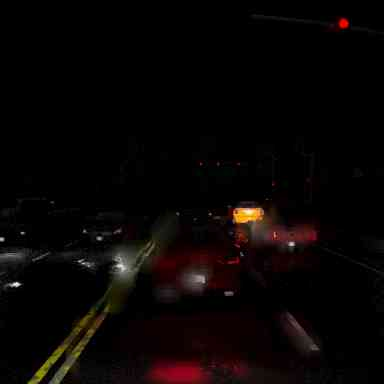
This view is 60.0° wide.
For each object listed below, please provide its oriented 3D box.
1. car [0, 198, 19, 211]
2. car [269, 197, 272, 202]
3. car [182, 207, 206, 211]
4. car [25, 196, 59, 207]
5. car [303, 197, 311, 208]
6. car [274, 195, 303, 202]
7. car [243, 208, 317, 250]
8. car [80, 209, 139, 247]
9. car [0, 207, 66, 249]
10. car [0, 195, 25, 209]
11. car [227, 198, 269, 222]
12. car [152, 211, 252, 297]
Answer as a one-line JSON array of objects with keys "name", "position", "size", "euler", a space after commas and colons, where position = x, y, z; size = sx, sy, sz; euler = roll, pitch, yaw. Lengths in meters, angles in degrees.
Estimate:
[{"name": "car", "position": [-23.863, 1.483, 39.990], "size": [4.902, 1.511, 2.128], "euler": [0, 0, -2]}, {"name": "car", "position": [14.897, 1.352, 58.841], "size": [4.553, 1.767, 2.097], "euler": [0, 0, -2]}, {"name": "car", "position": [0.125, 1.547, 18.864], "size": [2.033, 1.411, 5.357], "euler": [0, 0, 0]}, {"name": "car", "position": [-19.952, 1.347, 43.607], "size": [4.553, 1.767, 2.097], "euler": [0, 0, -2]}, {"name": "car", "position": [16.029, 1.223, 37.671], "size": [5.566, 2.045, 2.150], "euler": [0, 0, -2]}, {"name": "car", "position": [15.838, 1.478, 51.871], "size": [5.008, 1.535, 1.882], "euler": [0, 0, -2]}, {"name": "car", "position": [3.618, 1.601, 14.311], "size": [1.895, 1.301, 4.718], "euler": [0, 0, 0]}, {"name": "car", "position": [-3.559, 1.526, 15.125], "size": [1.812, 1.442, 4.674], "euler": [0, 0, 0]}, {"name": "car", "position": [-7.066, 1.564, 14.324], "size": [1.994, 1.385, 4.181], "euler": [0, 0, 0]}, {"name": "car", "position": [-21.995, 1.218, 36.541], "size": [5.566, 2.045, 2.150], "euler": [0, 0, -2]}, {"name": "car", "position": [3.657, 1.352, 23.294], "size": [2.097, 1.767, 4.553], "euler": [0, 0, 1]}, {"name": "car", "position": [0.110, 1.478, 8.642], "size": [1.882, 1.535, 5.008], "euler": [0, 0, 0]}]
